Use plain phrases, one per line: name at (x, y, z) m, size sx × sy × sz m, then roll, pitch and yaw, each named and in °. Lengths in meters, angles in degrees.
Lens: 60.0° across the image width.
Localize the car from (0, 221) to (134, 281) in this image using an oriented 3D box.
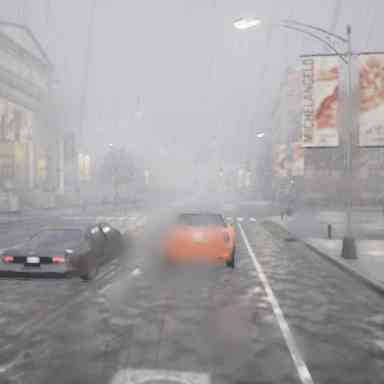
car at (-3.282, 1.562, 9.899) m, size 2.033 × 1.411 × 5.357 m, roll 0°, pitch 0°, yaw 6°

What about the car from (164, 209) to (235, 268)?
car at (0.421, 1.367, 11.597) m, size 2.097 × 1.767 × 4.553 m, roll 0°, pitch 0°, yaw 6°
